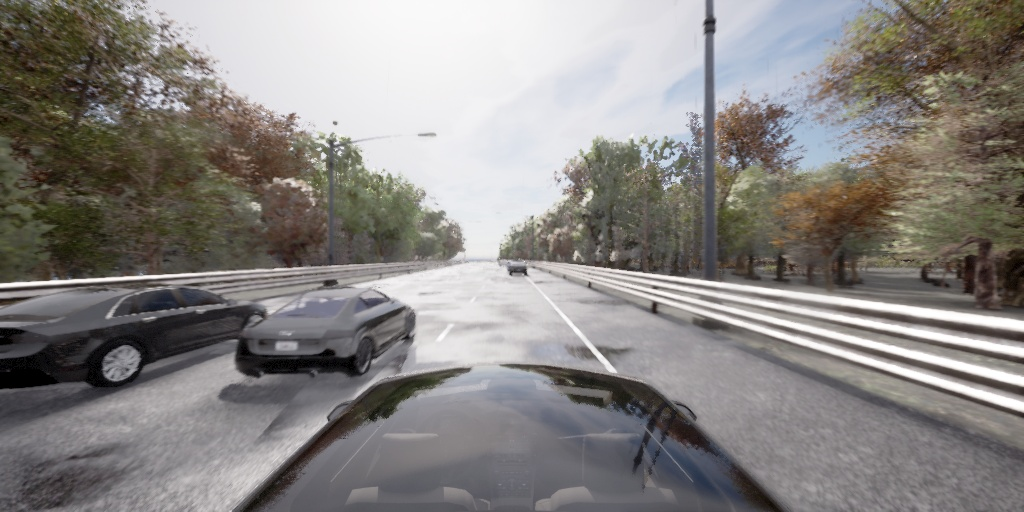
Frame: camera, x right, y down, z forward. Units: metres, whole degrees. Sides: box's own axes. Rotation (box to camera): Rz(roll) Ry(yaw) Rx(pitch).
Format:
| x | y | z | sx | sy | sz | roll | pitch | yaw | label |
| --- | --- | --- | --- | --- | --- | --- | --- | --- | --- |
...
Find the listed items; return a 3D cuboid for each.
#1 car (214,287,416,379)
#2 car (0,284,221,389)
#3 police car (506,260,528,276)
| x | y | z | sx | sy | sz | roll | pitch | yaw | label |
| --- | --- | --- | --- | --- | --- | --- | --- | --- | --- |
| -3.412 | 1.330 | 7.429 | 1.994 | 1.385 | 4.181 | 0 | 0 | 0 | car |
| -6.910 | 1.276 | 6.911 | 1.837 | 1.490 | 4.892 | 0 | 0 | 0 | car |
| 0.631 | 1.273 | 39.168 | 1.930 | 1.638 | 5.238 | 0 | 0 | -1 | police car |
